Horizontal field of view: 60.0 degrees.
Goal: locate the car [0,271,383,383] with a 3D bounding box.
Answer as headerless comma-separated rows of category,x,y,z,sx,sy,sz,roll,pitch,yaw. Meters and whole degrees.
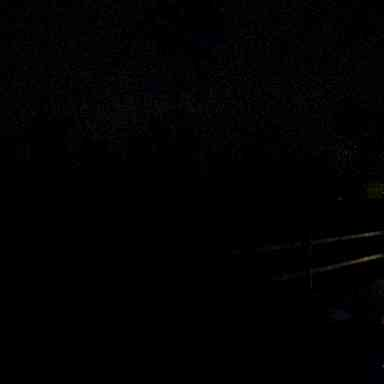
car,0.258,1.579,3.243,4.181,1.385,1.994,1,0,-35
